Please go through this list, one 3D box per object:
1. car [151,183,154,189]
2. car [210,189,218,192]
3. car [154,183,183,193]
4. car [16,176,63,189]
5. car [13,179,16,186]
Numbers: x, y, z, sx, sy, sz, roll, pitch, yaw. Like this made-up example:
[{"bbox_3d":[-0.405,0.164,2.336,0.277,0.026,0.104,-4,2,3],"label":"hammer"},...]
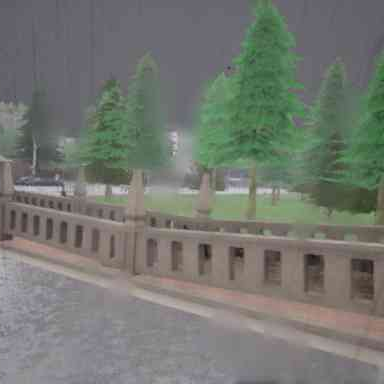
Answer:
[{"bbox_3d":[-6.272,-0.813,56.005,1.895,1.301,4.718,6,3,37],"label":"car"},{"bbox_3d":[4.494,-0.605,64.526,1.837,1.490,4.892,6,3,37],"label":"car"},{"bbox_3d":[-3.321,-0.642,54.106,2.128,1.511,4.902,6,3,37],"label":"car"},{"bbox_3d":[-19.715,-1.183,43.968,2.033,1.411,5.357,6,3,37],"label":"car"},{"bbox_3d":[-22.503,-1.461,46.065,2.033,1.411,5.357,6,3,37],"label":"car"}]
